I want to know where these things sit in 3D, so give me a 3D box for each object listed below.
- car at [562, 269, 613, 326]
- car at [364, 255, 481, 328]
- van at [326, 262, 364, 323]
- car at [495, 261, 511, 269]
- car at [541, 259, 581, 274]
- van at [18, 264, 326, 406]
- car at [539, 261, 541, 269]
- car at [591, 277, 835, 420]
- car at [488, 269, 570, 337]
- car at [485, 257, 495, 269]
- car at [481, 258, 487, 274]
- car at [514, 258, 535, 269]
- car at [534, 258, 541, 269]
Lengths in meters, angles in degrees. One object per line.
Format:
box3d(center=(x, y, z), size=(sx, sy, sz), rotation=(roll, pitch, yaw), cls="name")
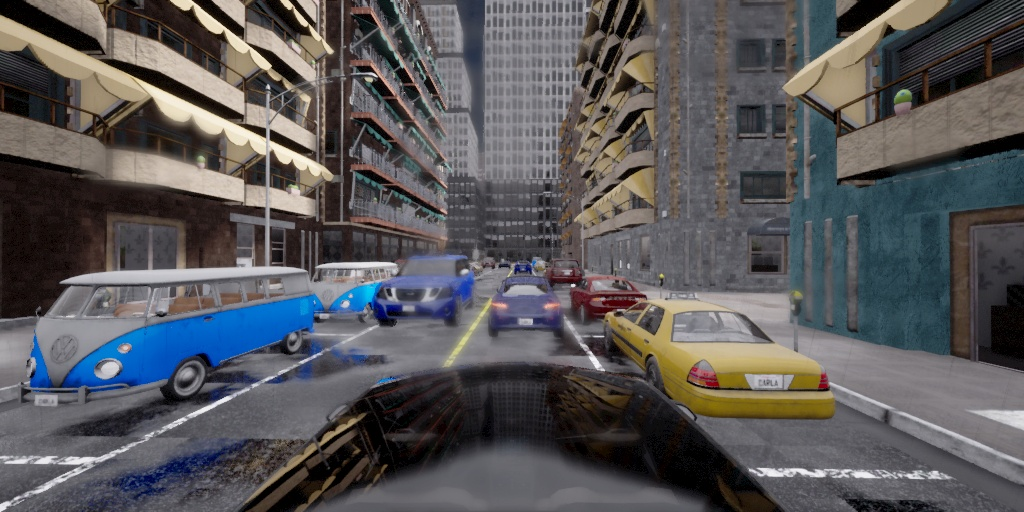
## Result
box3d(center=(2.896, 1.297, 11.519), size=(1.888, 1.381, 4.507), rotation=(0, 0, 2), cls="car")
box3d(center=(-2.514, 0.974, 11.805), size=(2.150, 2.045, 5.566), rotation=(0, 0, 2), cls="car")
box3d(center=(-4.981, 1.093, 11.742), size=(1.690, 1.789, 3.998), rotation=(0, 0, 2), cls="van")
box3d(center=(-1.140, 1.378, 56.850), size=(1.895, 1.301, 4.718), rotation=(0, 0, 2), cls="car")
box3d(center=(3.216, 1.071, 22.795), size=(2.192, 1.841, 5.009), rotation=(0, 0, 2), cls="car")
box3d(center=(-5.141, 1.091, 6.104), size=(1.690, 1.789, 3.998), rotation=(0, 0, 2), cls="van")
box3d(center=(3.381, 1.284, 28.603), size=(1.751, 1.417, 4.829), rotation=(0, 0, 2), cls="car")
box3d(center=(2.741, 1.276, 6.051), size=(1.751, 1.417, 4.829), rotation=(0, 0, 2), cls="car")
box3d(center=(0.386, 1.277, 10.147), size=(1.812, 1.442, 4.674), rotation=(0, 0, 2), cls="car")
box3d(center=(-3.701, 1.092, 56.847), size=(2.192, 1.841, 5.009), rotation=(0, 0, 2), cls="car")
box3d(center=(-4.186, 1.289, 39.763), size=(1.751, 1.417, 4.829), rotation=(0, 0, 2), cls="car")
box3d(center=(1.230, 1.242, 39.877), size=(1.882, 1.535, 5.008), rotation=(0, 0, 2), cls="car")
box3d(center=(3.861, 1.294, 45.517), size=(1.751, 1.417, 4.829), rotation=(0, 0, 2), cls="car")
